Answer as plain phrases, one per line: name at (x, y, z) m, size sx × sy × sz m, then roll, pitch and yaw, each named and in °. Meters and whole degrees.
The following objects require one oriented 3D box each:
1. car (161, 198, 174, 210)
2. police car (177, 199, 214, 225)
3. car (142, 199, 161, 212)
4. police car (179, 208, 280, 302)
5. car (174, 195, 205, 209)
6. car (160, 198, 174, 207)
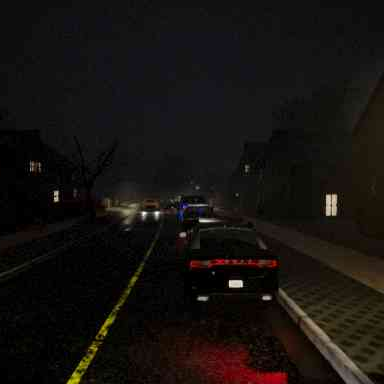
car at (-2.812, 1.742, 45.619) m, size 1.895 × 1.301 × 4.718 m, roll 0°, pitch 0°, yaw -7°
police car at (0.334, 1.445, 18.534) m, size 1.930 × 1.638 × 5.238 m, roll 0°, pitch 0°, yaw -3°
car at (-5.240, 1.613, 42.067) m, size 1.882 × 1.535 × 5.008 m, roll 0°, pitch 0°, yaw -6°
police car at (0.713, 1.426, 8.476) m, size 1.930 × 1.638 × 5.238 m, roll 0°, pitch 0°, yaw -1°
car at (-0.014, 1.264, 24.484) m, size 2.150 × 2.045 × 5.566 m, roll 0°, pitch 0°, yaw -4°
car at (-4.314, 1.783, 56.734) m, size 1.994 × 1.385 × 4.181 m, roll 0°, pitch 0°, yaw -9°
